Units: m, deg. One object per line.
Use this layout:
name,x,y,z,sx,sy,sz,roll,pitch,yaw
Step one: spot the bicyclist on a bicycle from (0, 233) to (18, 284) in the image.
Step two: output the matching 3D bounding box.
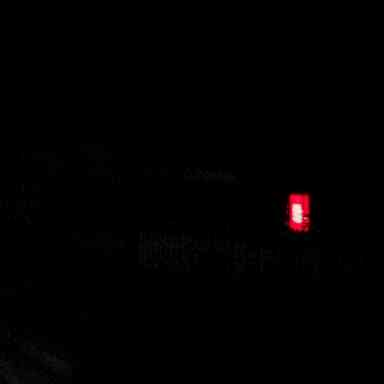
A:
bicyclist on a bicycle,-4.703,1.342,7.384,0.582,1.620,1.656,0,-1,37

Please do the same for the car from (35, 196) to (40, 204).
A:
car,-25.629,1.436,59.751,4.605,1.855,1.932,0,0,38

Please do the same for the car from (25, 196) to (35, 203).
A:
car,-36.367,1.726,76.118,4.514,1.523,2.007,0,0,38
